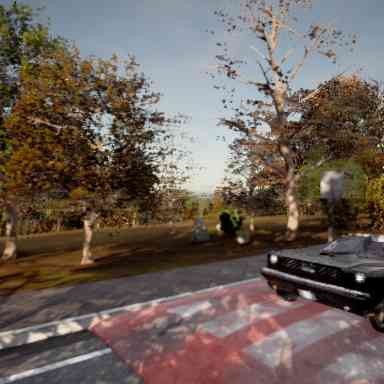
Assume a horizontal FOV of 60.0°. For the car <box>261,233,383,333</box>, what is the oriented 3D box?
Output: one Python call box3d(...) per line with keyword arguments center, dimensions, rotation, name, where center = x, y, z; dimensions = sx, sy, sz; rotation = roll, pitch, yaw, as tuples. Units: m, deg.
box3d(center=(3.493, 1.441, 6.150), dimensions=(4.718, 1.301, 1.895), rotation=(8, -4, -35), name="car")
